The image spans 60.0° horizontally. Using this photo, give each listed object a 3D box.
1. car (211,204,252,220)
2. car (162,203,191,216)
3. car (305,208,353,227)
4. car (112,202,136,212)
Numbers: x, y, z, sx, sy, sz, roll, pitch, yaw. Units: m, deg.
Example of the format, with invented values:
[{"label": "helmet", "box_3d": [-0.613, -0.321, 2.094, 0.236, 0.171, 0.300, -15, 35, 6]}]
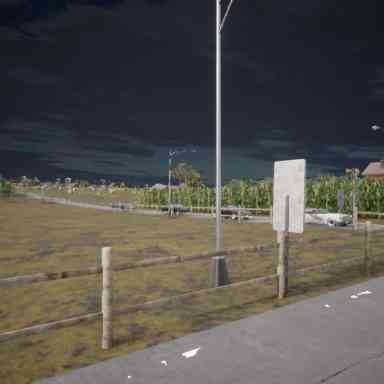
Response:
[{"label": "car", "box_3d": [3.922, 2.036, 33.779, 1.837, 1.490, 4.892, 3, -3, -36]}, {"label": "car", "box_3d": [-1.895, 2.211, 41.955, 1.882, 1.535, 5.008, 3, -2, -35]}, {"label": "car", "box_3d": [9.787, 1.919, 25.613, 1.895, 1.301, 4.718, 3, -3, -37]}, {"label": "car", "box_3d": [-10.804, 2.416, 54.601, 2.128, 1.511, 4.902, 3, -2, -35]}]
